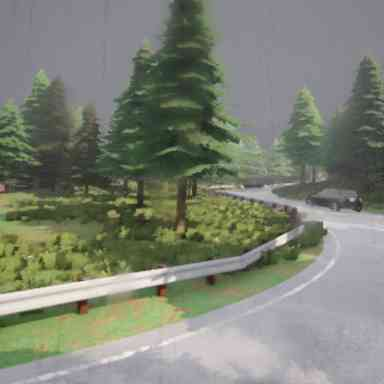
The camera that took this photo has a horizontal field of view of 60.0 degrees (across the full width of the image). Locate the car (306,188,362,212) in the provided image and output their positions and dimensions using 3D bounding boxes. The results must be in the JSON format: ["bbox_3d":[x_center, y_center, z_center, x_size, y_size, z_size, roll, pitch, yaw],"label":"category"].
[{"bbox_3d":[10.935,0.489,25.869,2.097,1.767,4.553,3,3,-14],"label":"car"}]

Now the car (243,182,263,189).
[{"bbox_3d":[10.436,-1.141,56.467,1.895,1.301,4.718,1,3,32],"label":"car"}]
